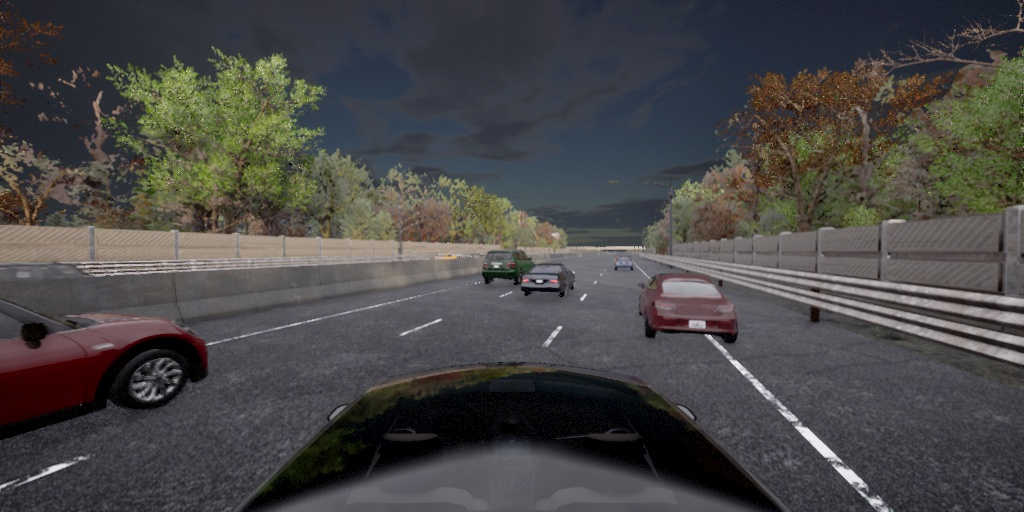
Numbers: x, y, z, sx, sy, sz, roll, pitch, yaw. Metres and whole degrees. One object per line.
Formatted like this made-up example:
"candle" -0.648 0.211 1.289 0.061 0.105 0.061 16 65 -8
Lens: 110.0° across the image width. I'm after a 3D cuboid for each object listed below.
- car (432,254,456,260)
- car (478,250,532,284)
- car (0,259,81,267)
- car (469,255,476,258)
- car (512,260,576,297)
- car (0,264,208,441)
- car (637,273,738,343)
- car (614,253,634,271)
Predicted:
"car" -9.774 0.456 51.645 1.882 1.535 5.008 0 1 17
"car" -0.089 0.641 22.718 2.150 2.045 5.566 0 1 17
"car" -15.069 0.982 10.196 2.097 1.767 4.553 0 1 17
"car" -5.917 0.567 52.301 1.895 1.301 4.718 0 1 17
"car" 1.868 1.052 17.117 2.033 1.411 5.357 0 1 17
"car" -5.916 1.079 3.518 2.097 1.767 4.553 0 1 17
"car" 4.327 1.152 9.287 1.812 1.442 4.674 0 1 17
"car" 11.625 0.728 37.259 2.033 1.411 5.357 0 1 17
